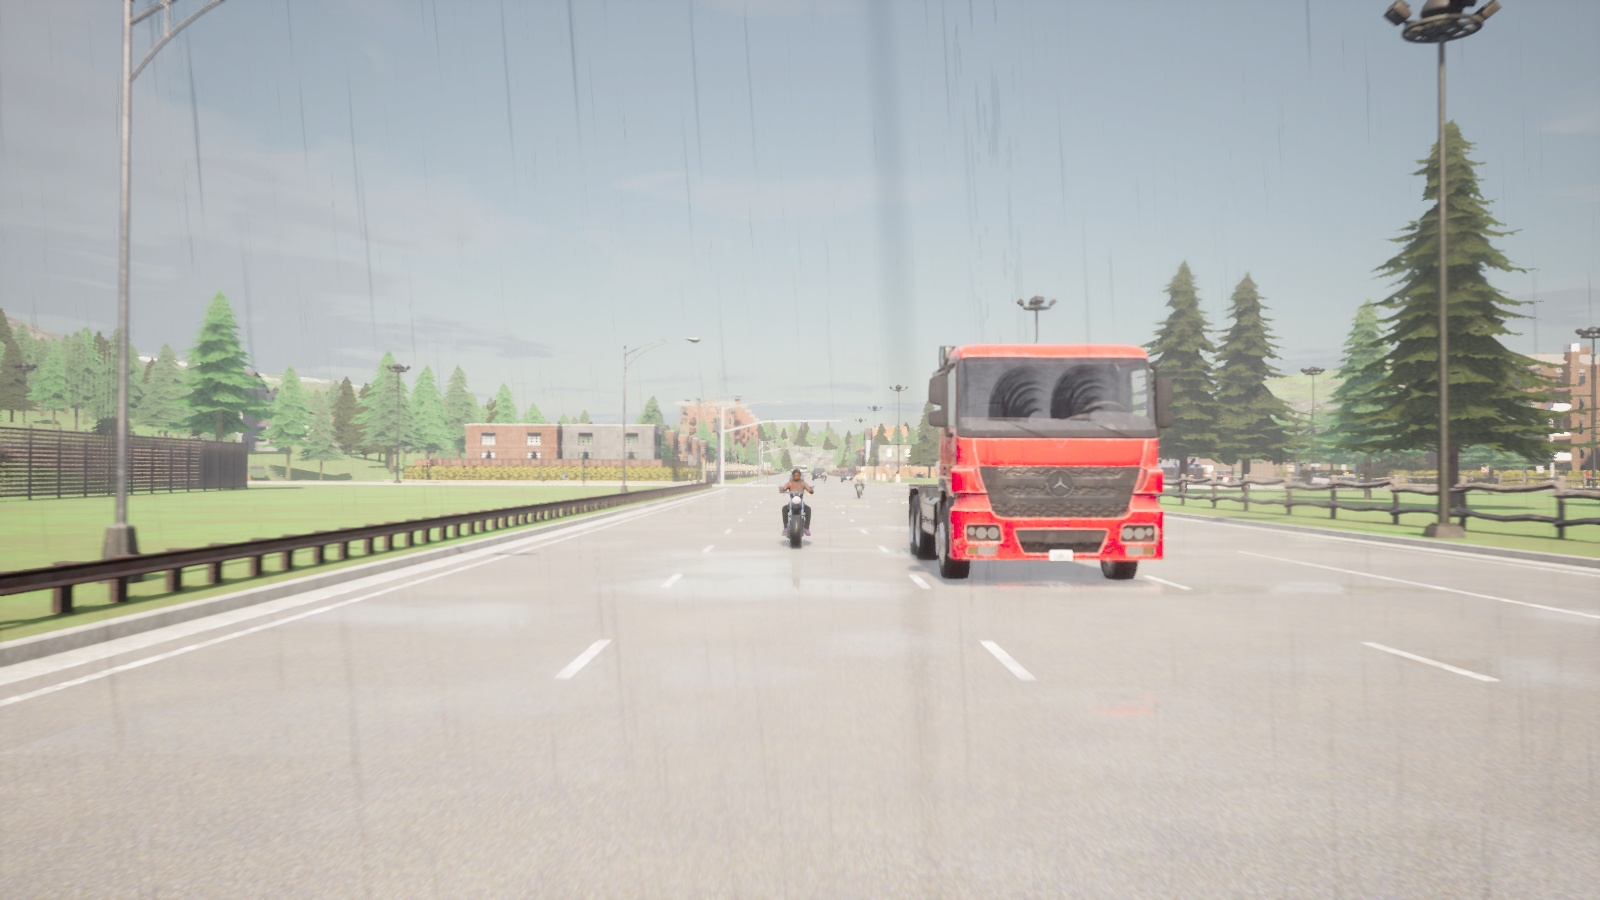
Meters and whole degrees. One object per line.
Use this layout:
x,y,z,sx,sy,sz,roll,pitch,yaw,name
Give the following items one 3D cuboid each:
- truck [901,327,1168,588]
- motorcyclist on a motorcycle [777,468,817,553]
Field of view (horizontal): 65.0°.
3.446,0.163,20.722,2.891,3.462,7.936,0,-1,0,truck
-0.062,1.192,25.683,0.766,1.649,2.350,0,-1,0,motorcyclist on a motorcycle
